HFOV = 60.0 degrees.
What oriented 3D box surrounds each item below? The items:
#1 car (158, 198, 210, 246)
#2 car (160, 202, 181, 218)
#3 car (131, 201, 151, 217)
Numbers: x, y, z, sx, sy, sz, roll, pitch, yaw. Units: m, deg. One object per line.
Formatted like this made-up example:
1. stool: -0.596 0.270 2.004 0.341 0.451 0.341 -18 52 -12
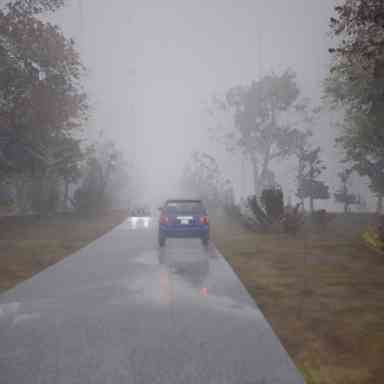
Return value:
1. car: -0.436 1.307 15.922 2.150 2.045 5.566 0 -1 -3
2. car: -2.283 1.811 34.363 1.882 1.535 5.008 0 -1 -7
3. car: -5.396 1.902 35.375 1.994 1.385 4.181 0 -1 -8
